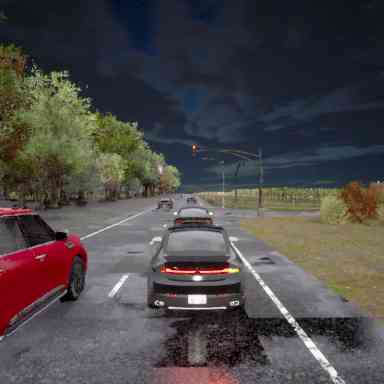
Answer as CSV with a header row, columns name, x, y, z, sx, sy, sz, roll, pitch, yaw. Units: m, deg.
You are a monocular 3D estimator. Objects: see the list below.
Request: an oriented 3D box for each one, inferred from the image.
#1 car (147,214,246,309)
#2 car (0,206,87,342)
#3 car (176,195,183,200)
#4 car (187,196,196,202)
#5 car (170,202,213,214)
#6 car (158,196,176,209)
name,x,y,z,sx,sy,sz,roll,pitch,yaw
car,0.081,1.507,7.855,1.837,1.490,4.892,0,0,0
car,-3.411,1.222,5.104,2.150,2.045,5.566,0,0,0
car,-3.711,1.523,90.398,2.128,1.511,4.902,0,0,0
car,-0.060,1.507,68.003,1.837,1.490,4.892,0,0,0
car,0.063,1.482,17.100,1.882,1.535,5.008,0,0,0
car,-3.505,1.513,44.792,1.837,1.490,4.892,0,0,0
